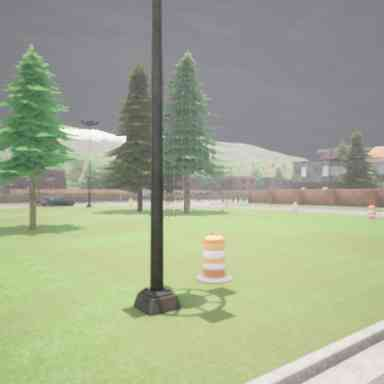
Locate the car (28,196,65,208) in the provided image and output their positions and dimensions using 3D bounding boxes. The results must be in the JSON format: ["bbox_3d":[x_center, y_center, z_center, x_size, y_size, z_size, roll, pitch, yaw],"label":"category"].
[{"bbox_3d":[-22.176,1.489,50.928,4.892,1.490,1.837,-2,1,-35],"label":"car"}]

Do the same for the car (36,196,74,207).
[{"bbox_3d":[-19.653,1.341,48.401,4.553,1.767,2.097,0,0,-35],"label":"car"}]
